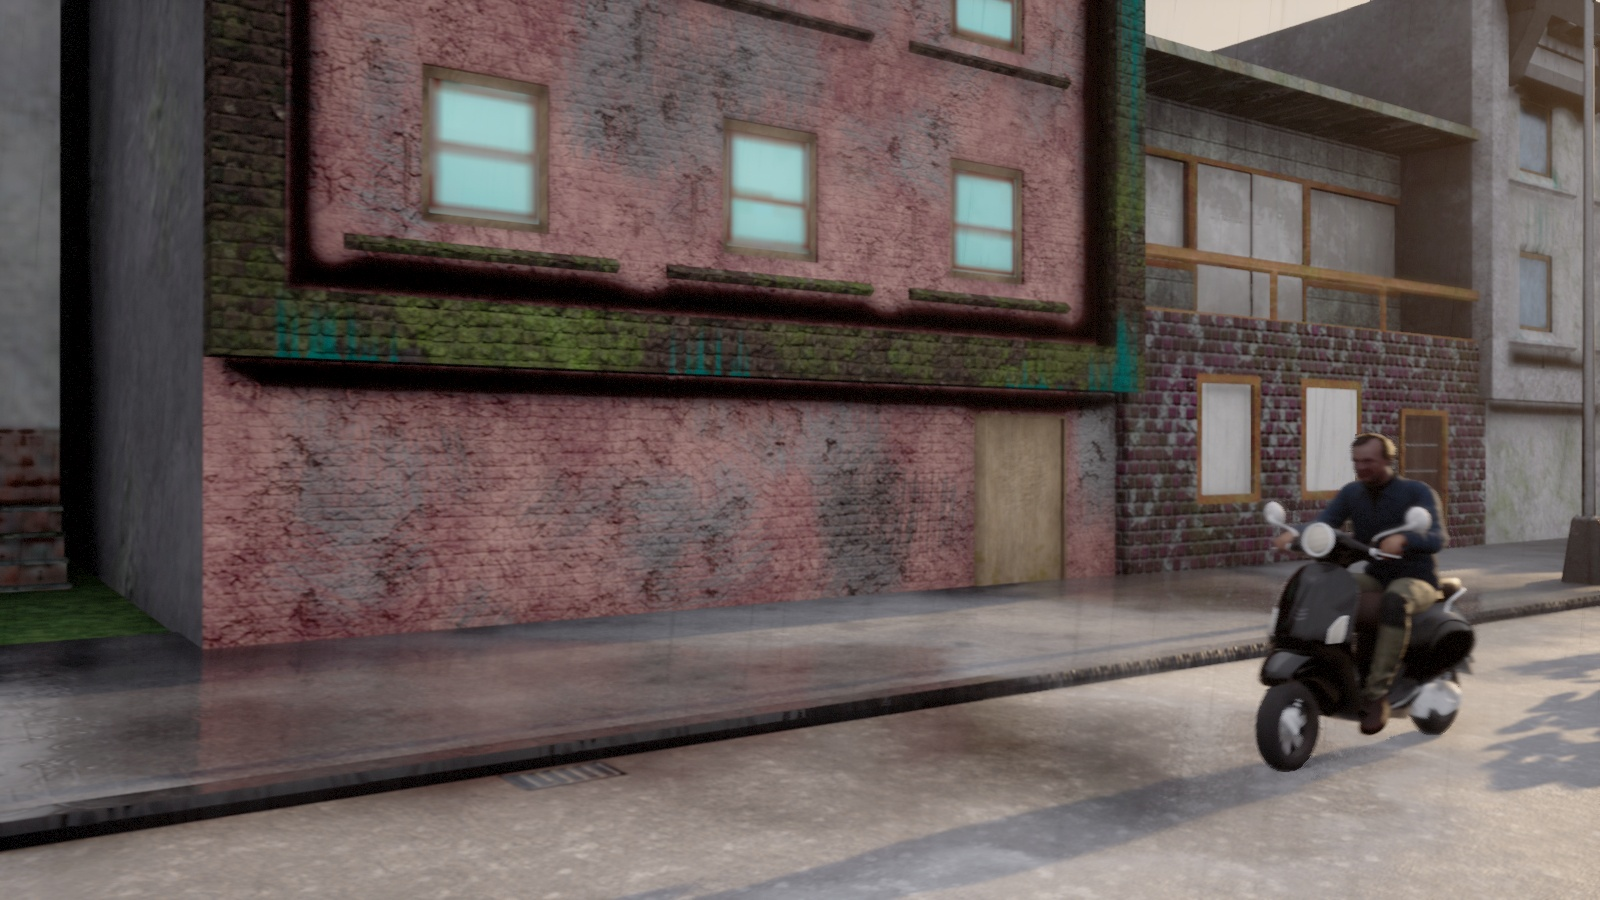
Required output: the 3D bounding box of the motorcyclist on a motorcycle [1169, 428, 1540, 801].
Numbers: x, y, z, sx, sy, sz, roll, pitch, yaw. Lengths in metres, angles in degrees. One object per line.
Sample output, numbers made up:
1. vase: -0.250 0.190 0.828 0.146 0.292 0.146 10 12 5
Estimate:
1. motorcyclist on a motorcycle: 2.773 0.700 6.222 1.817 1.590 0.866 0 0 -35
